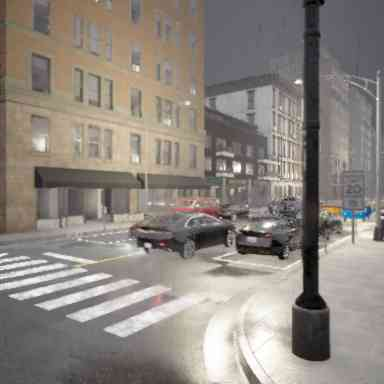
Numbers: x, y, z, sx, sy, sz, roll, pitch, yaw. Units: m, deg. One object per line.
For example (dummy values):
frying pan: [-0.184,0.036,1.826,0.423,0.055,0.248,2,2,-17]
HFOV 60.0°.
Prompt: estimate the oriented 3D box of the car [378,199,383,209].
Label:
car: [26.328,1.609,44.702,1.802,1.307,4.206,0,0,36]

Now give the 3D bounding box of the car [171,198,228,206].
car: [-0.036,1.310,21.825,2.192,1.841,5.009,0,0,36]

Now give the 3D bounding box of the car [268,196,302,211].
car: [8.918,1.358,29.906,2.097,1.767,4.553,0,0,36]

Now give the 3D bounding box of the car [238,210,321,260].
car: [3.167,1.590,12.541,1.947,1.339,4.313,0,0,36]

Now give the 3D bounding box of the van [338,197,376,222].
van: [13.094,1.367,26.324,1.690,1.788,3.998,0,0,36]

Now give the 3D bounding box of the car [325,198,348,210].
car: [19.222,1.549,44.054,1.837,1.490,4.892,0,0,36]

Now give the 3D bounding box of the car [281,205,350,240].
car: [6.476,1.576,17.136,2.008,1.369,4.403,0,0,36]

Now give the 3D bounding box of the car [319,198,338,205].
car: [13.497,1.494,31.231,1.882,1.535,5.008,0,0,36]

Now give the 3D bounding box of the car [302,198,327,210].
car: [16.508,1.547,44.798,2.008,1.369,4.403,0,0,36]

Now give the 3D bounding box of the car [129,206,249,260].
car: [-0.004,1.506,12.692,2.128,1.511,4.902,0,0,36]

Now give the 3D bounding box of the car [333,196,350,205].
car: [26.335,1.525,58.443,1.752,1.417,4.829,0,0,36]

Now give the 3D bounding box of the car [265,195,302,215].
car: [9.891,1.311,35.609,2.192,1.841,5.009,0,0,36]

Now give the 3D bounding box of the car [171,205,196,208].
car: [-1.046,1.568,16.077,1.994,1.385,4.181,0,0,36]

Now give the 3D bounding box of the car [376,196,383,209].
car: [23.119,1.552,40.246,1.752,1.417,4.829,0,0,36]

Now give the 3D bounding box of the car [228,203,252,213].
car: [3.272,1.561,26.420,1.947,1.339,4.313,0,0,36]
